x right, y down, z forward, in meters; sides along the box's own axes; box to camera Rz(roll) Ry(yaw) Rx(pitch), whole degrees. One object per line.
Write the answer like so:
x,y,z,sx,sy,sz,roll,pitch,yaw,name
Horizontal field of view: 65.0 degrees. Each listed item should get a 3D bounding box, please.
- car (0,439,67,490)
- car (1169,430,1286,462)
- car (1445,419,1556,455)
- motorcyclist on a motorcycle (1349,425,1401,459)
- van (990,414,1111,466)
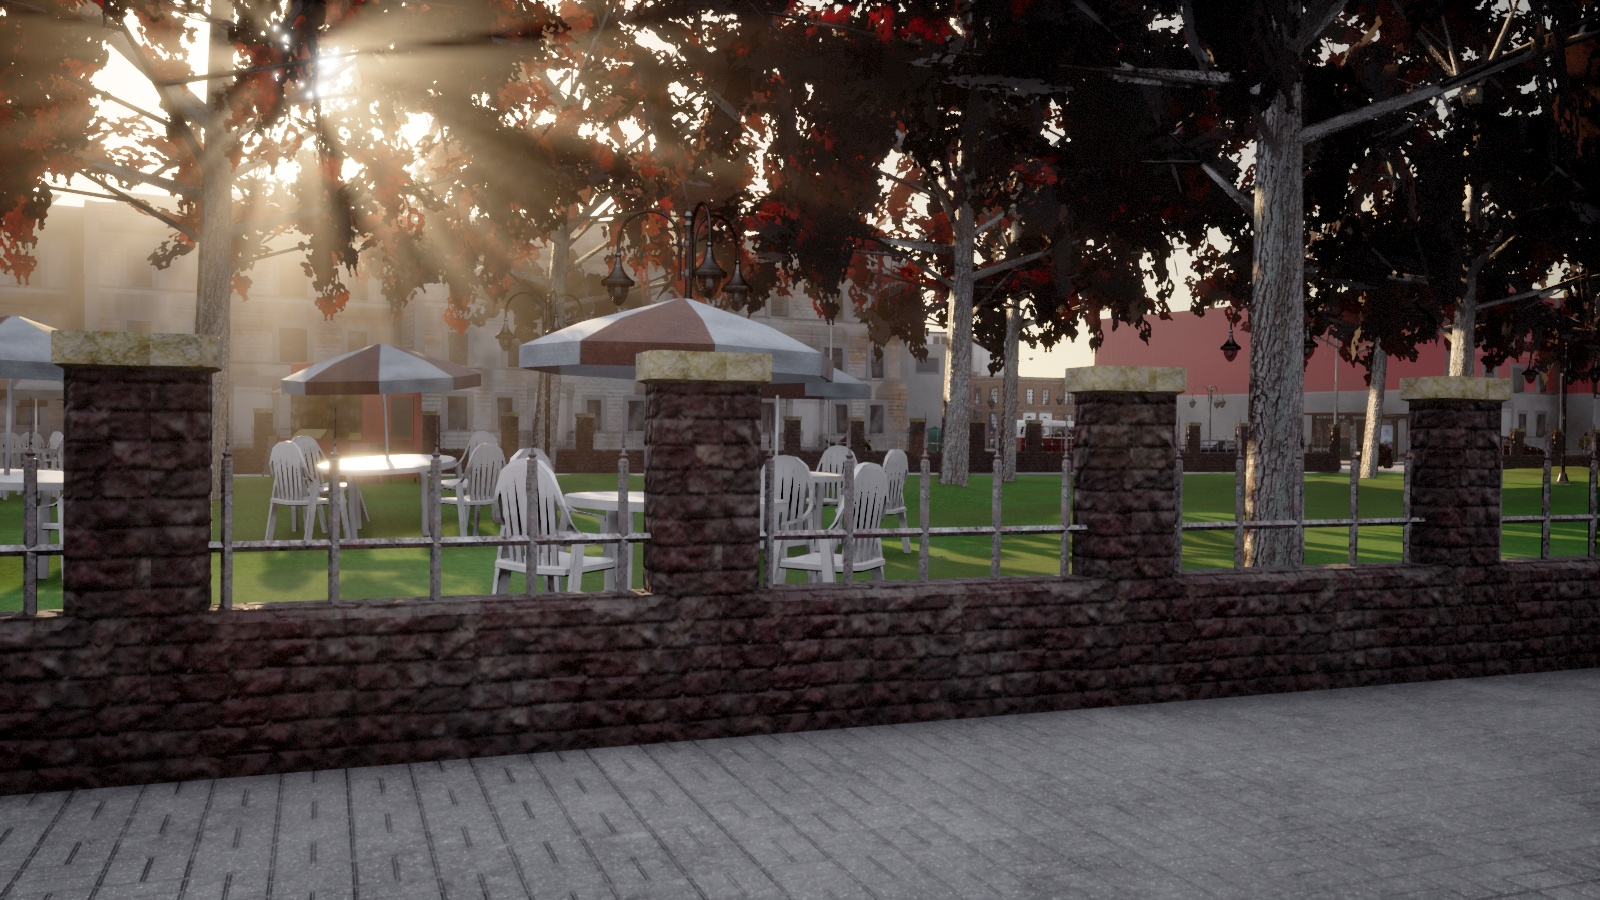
-25.320,0.447,38.331,4.792,1.488,2.163,-1,1,-22,car
18.735,-0.198,55.066,4.718,1.301,1.895,-1,1,-21,car
33.939,-0.626,60.842,4.856,1.649,2.033,-1,1,-21,car
26.584,-0.397,58.048,2.191,1.530,0.866,-1,1,-21,motorcyclist on a motorcycle
10.345,-0.433,51.868,4.480,2.038,2.069,-1,1,-21,van
